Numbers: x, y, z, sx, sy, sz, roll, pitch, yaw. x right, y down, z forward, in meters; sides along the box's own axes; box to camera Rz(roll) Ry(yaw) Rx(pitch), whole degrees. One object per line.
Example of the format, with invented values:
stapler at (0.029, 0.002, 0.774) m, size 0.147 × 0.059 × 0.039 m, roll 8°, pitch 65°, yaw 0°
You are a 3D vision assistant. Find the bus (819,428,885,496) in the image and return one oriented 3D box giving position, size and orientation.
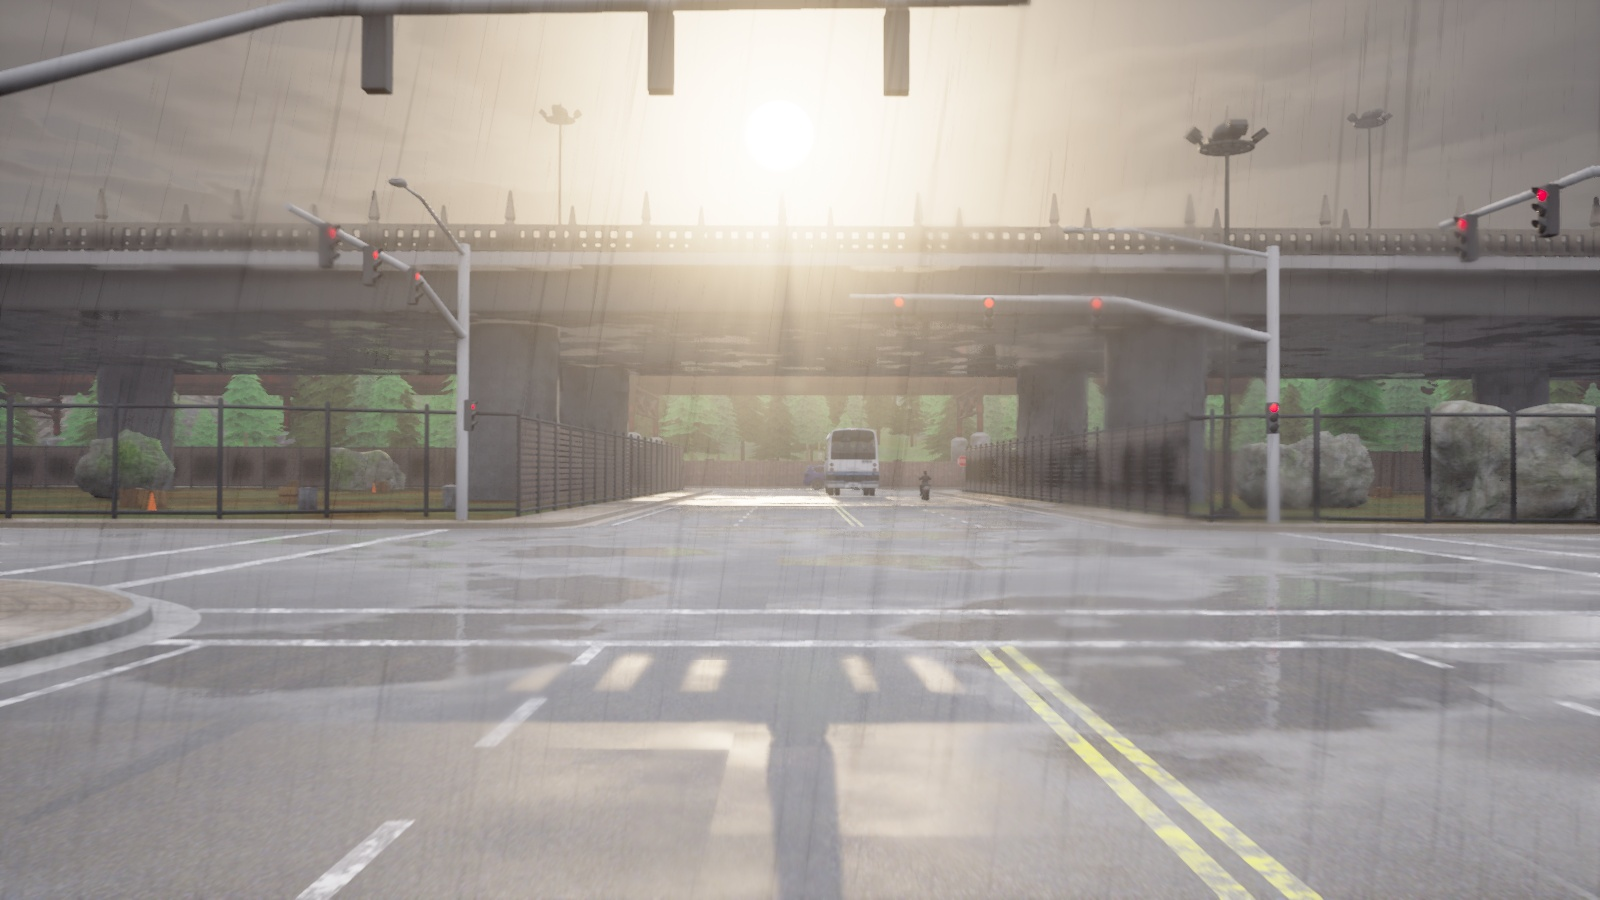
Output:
bus at (3.305, 0.824, 83.580) m, size 3.944 × 4.253 × 10.273 m, roll 0°, pitch -1°, yaw 0°
